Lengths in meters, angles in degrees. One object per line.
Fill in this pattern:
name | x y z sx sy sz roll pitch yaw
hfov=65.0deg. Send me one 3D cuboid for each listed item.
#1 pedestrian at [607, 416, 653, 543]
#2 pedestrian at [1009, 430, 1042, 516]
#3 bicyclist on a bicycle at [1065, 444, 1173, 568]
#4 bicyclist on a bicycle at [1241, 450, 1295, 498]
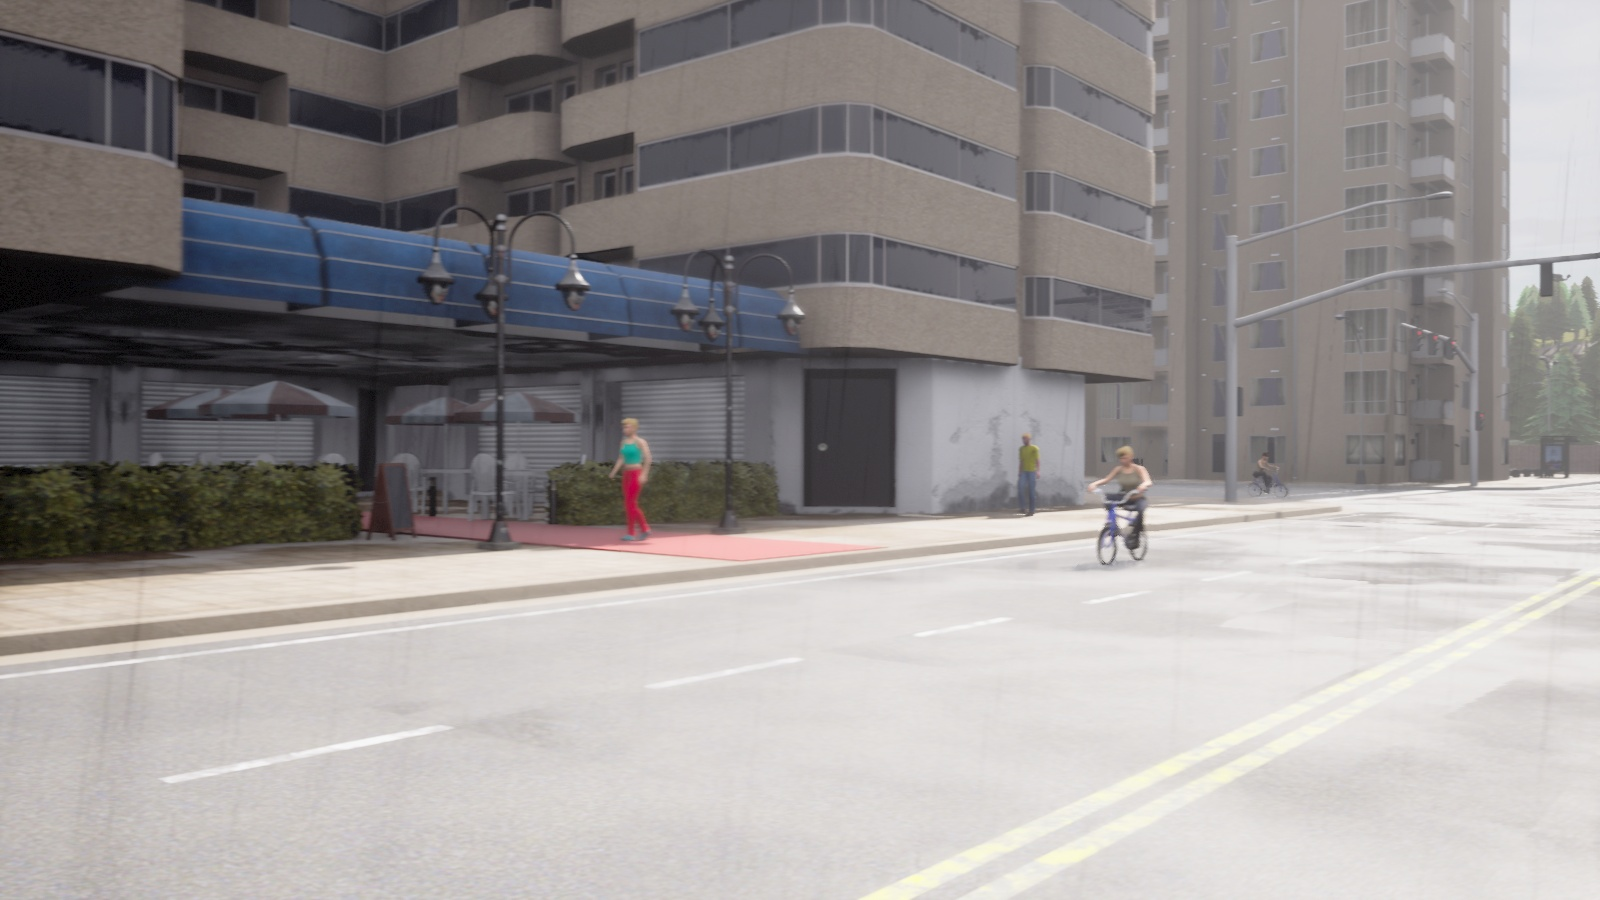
pedestrian | -2.507 0.429 18.531 0.594 1.836 0.345 0 0 -45
pedestrian | 4.893 0.487 27.251 0.354 1.836 0.706 0 0 45
bicyclist on a bicycle | 4.373 0.733 17.179 0.866 1.612 1.509 0 0 40
bicyclist on a bicycle | 16.319 0.811 43.792 0.866 1.612 1.509 -2 1 -42
